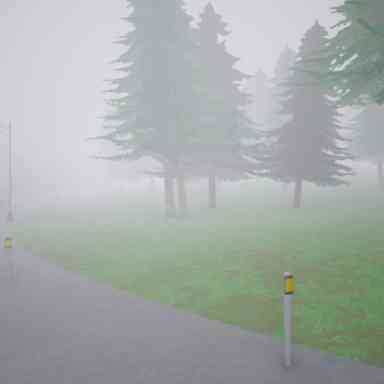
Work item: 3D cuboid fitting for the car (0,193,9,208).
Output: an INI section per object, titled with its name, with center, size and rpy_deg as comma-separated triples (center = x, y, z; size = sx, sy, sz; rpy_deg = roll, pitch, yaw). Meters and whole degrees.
[car]
center = -22.593, 0.874, 38.435
size = 2.097, 1.767, 4.553
rpy_deg = 0, 2, -14
